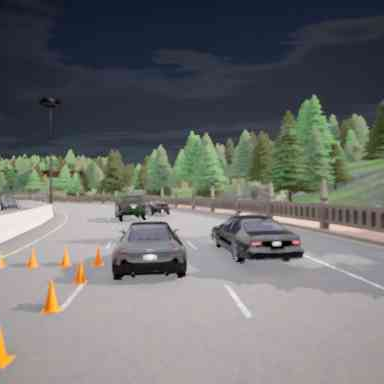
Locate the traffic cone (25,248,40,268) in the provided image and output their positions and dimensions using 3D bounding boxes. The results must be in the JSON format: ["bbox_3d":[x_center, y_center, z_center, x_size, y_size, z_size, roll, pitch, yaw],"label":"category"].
[{"bbox_3d":[-4.939,2.022,10.318,0.340,0.580,0.340,-1,0,-3],"label":"traffic cone"}]

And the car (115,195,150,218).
[{"bbox_3d":[-5.423,1.314,28.945,2.150,2.045,5.566,-1,0,-17],"label":"car"}]

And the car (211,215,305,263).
[{"bbox_3d":[2.068,1.538,12.012,2.033,1.411,5.357,-1,0,-8],"label":"car"}]

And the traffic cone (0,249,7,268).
[{"bbox_3d":[-5.937,2.033,10.261,0.340,0.580,0.340,-1,0,-3],"label":"traffic cone"}]

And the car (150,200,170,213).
[{"bbox_3d":[-3.664,1.584,34.408,1.837,1.490,4.892,0,0,-20],"label":"car"}]

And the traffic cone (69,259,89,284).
[{"bbox_3d":[-2.828,1.997,8.436,0.340,0.580,0.340,-1,0,-3],"label":"traffic cone"}]

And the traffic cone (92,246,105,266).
[{"bbox_3d":[-2.943,2.000,10.432,0.340,0.580,0.340,-1,0,-3],"label":"traffic cone"}]

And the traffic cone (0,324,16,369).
[{"bbox_3d":[-2.599,1.990,4.442,0.340,0.580,0.340,-1,0,-3],"label":"traffic cone"}]

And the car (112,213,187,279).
[{"bbox_3d":[-1.298,1.590,10.230,1.994,1.385,4.181,-1,0,-7],"label":"car"}]

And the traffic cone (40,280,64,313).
[{"bbox_3d":[-2.714,1.993,6.439,0.340,0.580,0.340,-1,0,-3],"label":"traffic cone"}]

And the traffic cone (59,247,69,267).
[{"bbox_3d":[-3.941,2.011,10.375,0.340,0.580,0.340,-1,0,-3],"label":"traffic cone"}]
